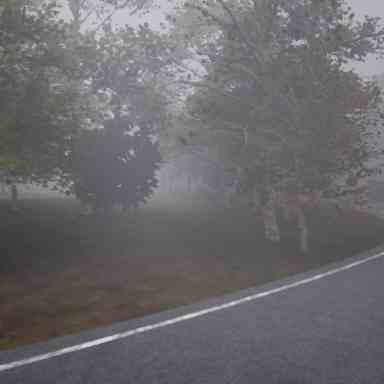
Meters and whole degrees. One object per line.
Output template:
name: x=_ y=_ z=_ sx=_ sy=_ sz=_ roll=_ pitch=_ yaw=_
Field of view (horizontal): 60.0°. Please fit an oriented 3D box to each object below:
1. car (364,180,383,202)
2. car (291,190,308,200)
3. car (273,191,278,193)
car: x=19.716 y=-0.167 z=32.027 sx=5.566 sy=2.045 sz=2.150 roll=-1 pitch=4 yaw=42
car: x=13.708 y=0.149 z=40.978 sx=1.994 sy=1.385 sz=4.181 roll=-4 pitch=3 yaw=-19
car: x=13.663 y=-0.597 z=55.781 sx=1.882 sy=1.535 sz=5.008 roll=-3 pitch=3 yaw=24
